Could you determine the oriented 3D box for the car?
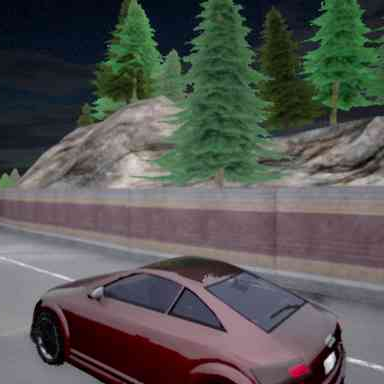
[{"bbox_3d":[-0.290,1.572,4.359,4.181,1.385,1.994,0,0,37],"label":"car"}]
